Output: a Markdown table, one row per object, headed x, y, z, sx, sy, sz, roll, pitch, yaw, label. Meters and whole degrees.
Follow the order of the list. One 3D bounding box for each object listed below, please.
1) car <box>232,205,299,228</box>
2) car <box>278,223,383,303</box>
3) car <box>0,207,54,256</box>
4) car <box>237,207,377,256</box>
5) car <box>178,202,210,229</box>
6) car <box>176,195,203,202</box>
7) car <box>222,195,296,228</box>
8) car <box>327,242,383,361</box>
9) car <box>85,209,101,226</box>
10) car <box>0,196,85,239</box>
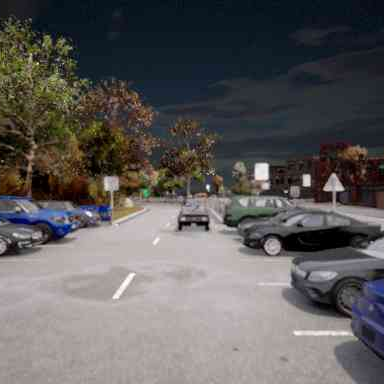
| x | y | z | sx | sy | sz | roll | pitch | yaw | label |
| --- | --- | --- | --- | --- | --- | --- | --- | --- | --- |
| 4.418 | 1.508 | 15.306 | 4.674 | 1.452 | 2.002 | 0 | 0 | 0 | car |
| 4.418 | 1.517 | 6.828 | 4.674 | 1.452 | 2.002 | 0 | 0 | 0 | car |
| -8.164 | 1.474 | 12.394 | 4.892 | 1.521 | 2.231 | 0 | 0 | 0 | car |
| 4.421 | 1.472 | 12.478 | 5.008 | 1.535 | 2.097 | 0 | 0 | 0 | car |
| 0.100 | 1.577 | 21.332 | 1.895 | 1.301 | 4.718 | 0 | 0 | 0 | car |
| -0.399 | 1.446 | 41.985 | 2.033 | 1.411 | 5.357 | 0 | 0 | -9 | car |
| 4.444 | 1.212 | 18.130 | 5.566 | 2.045 | 2.435 | 0 | 0 | 0 | car |
| 4.412 | 1.518 | 4.002 | 4.674 | 1.452 | 2.002 | 0 | 0 | 0 | car |
| -8.095 | 1.326 | 20.874 | 4.553 | 1.767 | 2.185 | 0 | -1 | 0 | car |
| -8.130 | 1.218 | 15.094 | 5.566 | 2.045 | 2.435 | 0 | 0 | 0 | car |
